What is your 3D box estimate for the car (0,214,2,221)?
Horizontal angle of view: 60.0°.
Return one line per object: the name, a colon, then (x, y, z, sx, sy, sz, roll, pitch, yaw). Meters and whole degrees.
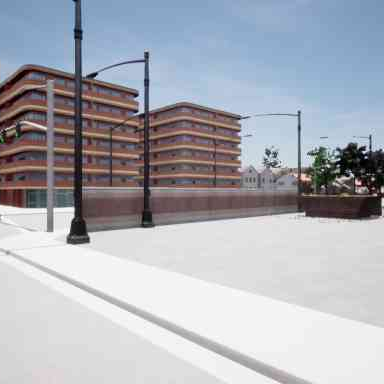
car: (-14.761, 1.203, 20.154, 5.566, 2.045, 2.150, 0, 0, -45)
